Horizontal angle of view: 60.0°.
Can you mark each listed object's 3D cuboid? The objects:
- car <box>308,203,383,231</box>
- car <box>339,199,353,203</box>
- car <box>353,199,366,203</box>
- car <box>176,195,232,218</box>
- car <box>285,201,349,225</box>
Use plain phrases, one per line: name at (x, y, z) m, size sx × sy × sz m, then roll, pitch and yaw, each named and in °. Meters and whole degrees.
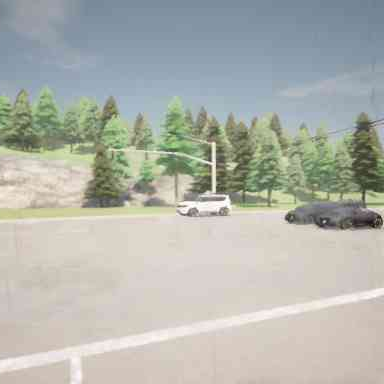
car at (9.745, 1.586, 20.676) m, size 4.181 × 1.385 × 1.994 m, roll 0°, pitch 0°, yaw -23°
car at (13.036, 1.596, 33.383) m, size 5.357 × 1.411 × 2.033 m, roll 0°, pitch 0°, yaw -21°
car at (18.198, 1.535, 38.996) m, size 4.902 × 1.511 × 2.128 m, roll 0°, pitch 0°, yaw -19°
car at (1.212, 1.321, 32.182) m, size 5.566 × 2.045 × 2.150 m, roll 0°, pitch 0°, yaw -25°
car at (8.821, 1.601, 24.085) m, size 4.181 × 1.385 × 1.994 m, roll 0°, pitch 0°, yaw -23°
